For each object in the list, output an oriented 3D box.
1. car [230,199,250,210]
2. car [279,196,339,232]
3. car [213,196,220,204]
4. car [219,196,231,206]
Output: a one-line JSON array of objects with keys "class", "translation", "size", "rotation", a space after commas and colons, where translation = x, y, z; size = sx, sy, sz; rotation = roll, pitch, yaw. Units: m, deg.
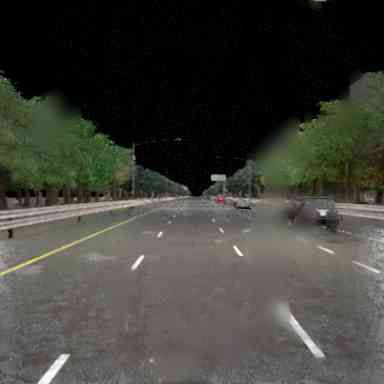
[{"class": "car", "translation": [7.150, 1.876, 48.356], "size": [1.994, 1.385, 4.181], "rotation": [0, -1, 0]}, {"class": "car", "translation": [7.032, 1.281, 20.503], "size": [2.150, 2.045, 5.566], "rotation": [0, 0, 0]}, {"class": "car", "translation": [7.456, 1.972, 87.506], "size": [2.150, 2.045, 5.566], "rotation": [0, -1, 1]}, {"class": "car", "translation": [7.277, 2.011, 67.443], "size": [2.128, 1.511, 4.902], "rotation": [0, -1, 0]}]
